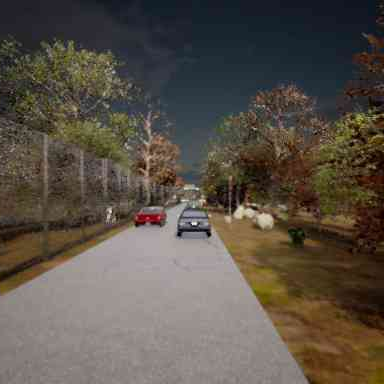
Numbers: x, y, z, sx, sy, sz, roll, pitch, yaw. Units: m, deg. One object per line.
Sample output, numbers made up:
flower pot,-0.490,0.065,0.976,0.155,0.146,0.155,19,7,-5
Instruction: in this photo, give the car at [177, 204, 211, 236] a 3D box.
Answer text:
car,0.121,1.641,19.047,2.033,1.411,5.357,0,-1,0

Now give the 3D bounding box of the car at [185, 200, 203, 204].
car,0.207,1.741,39.938,2.097,1.767,4.553,0,-1,0

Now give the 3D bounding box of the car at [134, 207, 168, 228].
car,-2.812,1.742,23.411,1.895,1.301,4.718,0,-1,0
